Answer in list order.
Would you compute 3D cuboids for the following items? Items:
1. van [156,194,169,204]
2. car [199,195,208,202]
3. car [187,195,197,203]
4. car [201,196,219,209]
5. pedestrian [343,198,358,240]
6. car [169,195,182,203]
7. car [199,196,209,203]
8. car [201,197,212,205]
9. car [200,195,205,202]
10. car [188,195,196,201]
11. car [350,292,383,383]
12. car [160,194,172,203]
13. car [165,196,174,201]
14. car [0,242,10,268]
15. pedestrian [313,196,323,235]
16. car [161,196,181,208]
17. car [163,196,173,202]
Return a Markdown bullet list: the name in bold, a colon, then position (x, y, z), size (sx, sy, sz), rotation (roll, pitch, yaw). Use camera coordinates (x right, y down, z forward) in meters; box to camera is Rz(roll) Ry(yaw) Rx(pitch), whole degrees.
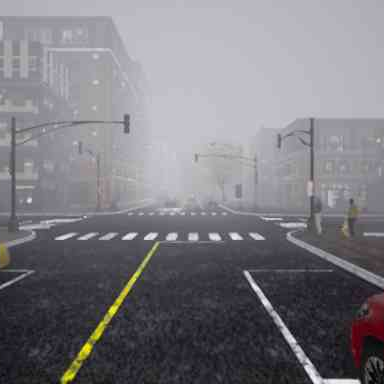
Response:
- **van**: position (-5.701, 1.373, 62.058), size (1.690, 1.788, 3.998), rotation (0, 0, 0)
- **car**: position (2.677, 1.504, 79.149), size (1.967, 1.590, 4.097), rotation (0, 0, 0)
- **car**: position (-0.010, 1.595, 72.149), size (1.994, 1.385, 4.181), rotation (0, 0, 0)
- **car**: position (2.683, 1.561, 44.967), size (2.008, 1.369, 4.403), rotation (0, 0, 0)
- **pedestrian**: position (7.126, 1.175, 14.821), size (0.375, 1.860, 0.375), rotation (0, 0, 0)
- **car**: position (-3.014, 1.584, 65.816), size (2.033, 1.411, 5.357), rotation (0, 0, 0)
- **car**: position (2.678, 1.602, 73.452), size (2.008, 1.369, 4.403), rotation (0, 0, 0)
- **car**: position (2.680, 1.614, 62.058), size (1.802, 1.307, 4.206), rotation (0, 0, 0)
- **car**: position (2.682, 1.457, 50.665), size (1.967, 1.590, 4.097), rotation (0, 0, 0)
- **car**: position (-0.012, 1.522, 82.157), size (2.033, 1.411, 5.357), rotation (0, 0, 0)
- **car**: position (2.691, 1.315, 1.476), size (2.192, 1.841, 5.009), rotation (0, 0, 0)
- **car**: position (-5.703, 1.366, 73.452), size (2.192, 1.841, 5.009), rotation (0, 0, 0)
- **car**: position (-5.705, 1.627, 84.845), size (2.008, 1.369, 4.403), rotation (0, 0, 0)
- **car**: position (-5.692, 1.522, 6.846), size (1.752, 1.417, 4.829), rotation (0, 0, 0)
- **pedestrian**: position (6.102, 1.135, 16.021), size (0.375, 1.860, 0.375), rotation (0, 0, 0)
- **car**: position (-3.082, 1.616, 49.295), size (1.895, 1.301, 4.718), rotation (0, 0, 0)
- **car**: position (-5.704, 1.629, 79.149), size (1.947, 1.339, 4.313), rotation (0, 0, 0)
